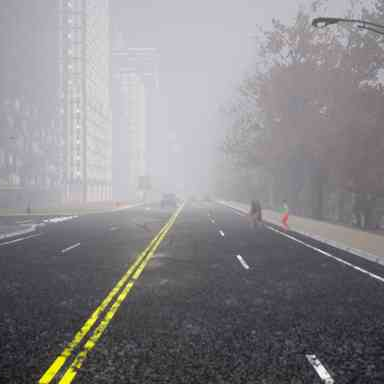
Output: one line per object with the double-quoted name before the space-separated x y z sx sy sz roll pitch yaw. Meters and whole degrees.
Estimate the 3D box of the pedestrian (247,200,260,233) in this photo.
"pedestrian" 3.373 1.291 18.211 0.375 1.860 0.375 0 0 0

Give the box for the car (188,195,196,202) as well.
"car" 0.009 1.538 74.904 2.033 1.411 5.357 0 0 0

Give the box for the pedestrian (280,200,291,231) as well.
"pedestrian" 5.251 1.291 18.810 0.375 1.860 0.375 0 0 0

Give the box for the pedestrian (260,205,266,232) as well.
"pedestrian" 3.930 1.291 19.410 0.375 1.860 0.375 0 0 0

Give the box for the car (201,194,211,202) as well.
"car" 3.257 1.498 74.903 1.837 1.490 4.892 0 0 0

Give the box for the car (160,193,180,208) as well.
"car" -3.340 1.224 48.001 2.150 2.045 5.566 0 0 0

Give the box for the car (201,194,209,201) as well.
"car" 3.260 1.367 85.297 1.882 1.535 5.008 0 0 0

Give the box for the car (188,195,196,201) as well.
"car" 0.010 1.413 85.297 1.812 1.442 4.674 0 0 0
